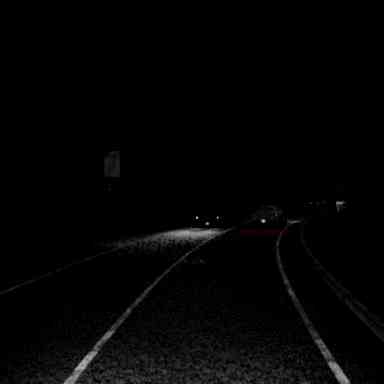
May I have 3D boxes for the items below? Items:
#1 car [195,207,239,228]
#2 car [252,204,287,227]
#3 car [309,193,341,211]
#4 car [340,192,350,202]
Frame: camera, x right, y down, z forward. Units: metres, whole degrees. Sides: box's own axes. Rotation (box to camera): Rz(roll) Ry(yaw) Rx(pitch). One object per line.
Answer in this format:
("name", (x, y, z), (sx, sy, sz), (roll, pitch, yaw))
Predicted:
("car", (1.858, 1.761, 23.719), (1.895, 1.301, 4.718), (-2, -1, 24))
("car", (5.336, 1.574, 22.851), (1.812, 1.442, 4.674), (-2, -1, 23))
("car", (15.505, 1.235, 39.304), (2.097, 1.767, 4.553), (-4, -1, 38))
("car", (25.643, 0.852, 56.916), (2.128, 1.511, 4.902), (-4, -1, 41))
